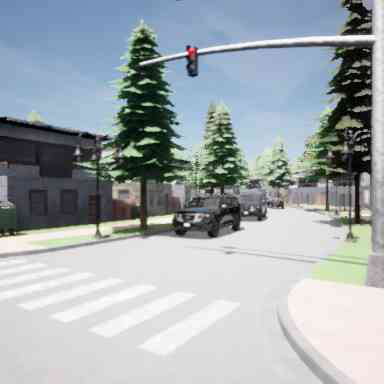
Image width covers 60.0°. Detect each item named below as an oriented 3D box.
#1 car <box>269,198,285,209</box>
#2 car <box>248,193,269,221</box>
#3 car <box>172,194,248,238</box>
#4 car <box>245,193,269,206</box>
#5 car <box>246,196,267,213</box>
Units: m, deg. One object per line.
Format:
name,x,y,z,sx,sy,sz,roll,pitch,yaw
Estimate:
car,11.436,1.513,46.128,2.128,1.511,4.902,0,0,0
car,4.887,1.228,27.683,2.150,2.045,5.566,0,0,18
car,1.016,1.220,18.297,2.150,2.045,5.566,0,0,27
car,10.833,1.251,56.080,2.150,2.045,5.566,0,0,-9
car,7.121,1.366,37.287,2.097,1.767,4.553,0,0,9
